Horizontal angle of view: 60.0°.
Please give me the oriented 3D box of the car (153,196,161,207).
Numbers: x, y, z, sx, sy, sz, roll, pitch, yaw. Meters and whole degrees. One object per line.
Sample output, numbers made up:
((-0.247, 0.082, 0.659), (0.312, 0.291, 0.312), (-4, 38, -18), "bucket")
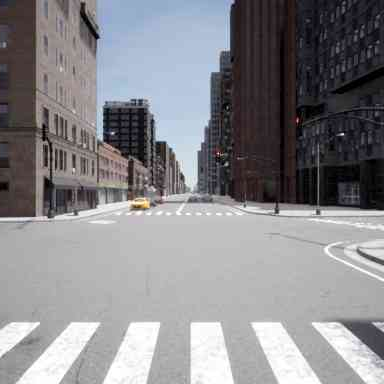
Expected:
((-6.492, 1.582, 51.433), (1.994, 1.385, 4.181), (0, 0, 1), "car")

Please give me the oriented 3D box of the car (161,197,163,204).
((-6.453, 1.498, 61.854), (1.882, 1.535, 5.008), (0, 0, 0), "car")

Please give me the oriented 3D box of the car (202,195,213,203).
((3.375, 1.543, 70.951), (2.128, 1.511, 4.902), (0, 0, 0), "car")

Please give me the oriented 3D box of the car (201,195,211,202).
((3.394, 1.513, 81.371), (2.128, 1.511, 4.902), (0, 0, 0), "car")

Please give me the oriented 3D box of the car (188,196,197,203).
((0.151, 1.538, 71.803), (2.128, 1.511, 4.902), (0, 0, 0), "car")

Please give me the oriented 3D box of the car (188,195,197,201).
((0.145, 1.570, 82.117), (1.994, 1.385, 4.181), (0, 0, 0), "car")

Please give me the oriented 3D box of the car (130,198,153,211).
((-6.523, 1.492, 42.183), (1.882, 1.535, 5.008), (0, 0, 0), "car")
